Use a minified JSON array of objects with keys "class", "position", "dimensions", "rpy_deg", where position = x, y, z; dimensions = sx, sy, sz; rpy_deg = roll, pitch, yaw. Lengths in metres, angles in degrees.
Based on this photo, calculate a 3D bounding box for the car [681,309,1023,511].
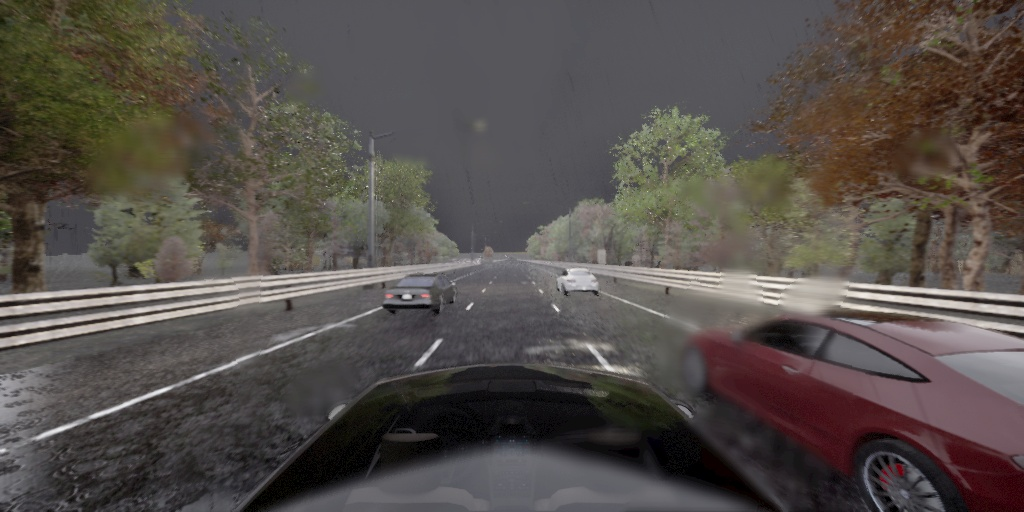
[{"class":"car","position":[3.602,1.289,3.786],"dimensions":[1.812,1.442,4.674],"rpy_deg":[0,0,0]}]

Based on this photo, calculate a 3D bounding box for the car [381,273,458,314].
[{"class":"car","position":[-3.400,1.380,14.115],"dimensions":[2.033,1.411,5.357],"rpy_deg":[0,0,0]}]

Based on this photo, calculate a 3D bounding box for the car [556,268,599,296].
[{"class":"car","position":[3.602,1.400,20.200],"dimensions":[1.812,1.442,4.674],"rpy_deg":[0,0,0]}]
